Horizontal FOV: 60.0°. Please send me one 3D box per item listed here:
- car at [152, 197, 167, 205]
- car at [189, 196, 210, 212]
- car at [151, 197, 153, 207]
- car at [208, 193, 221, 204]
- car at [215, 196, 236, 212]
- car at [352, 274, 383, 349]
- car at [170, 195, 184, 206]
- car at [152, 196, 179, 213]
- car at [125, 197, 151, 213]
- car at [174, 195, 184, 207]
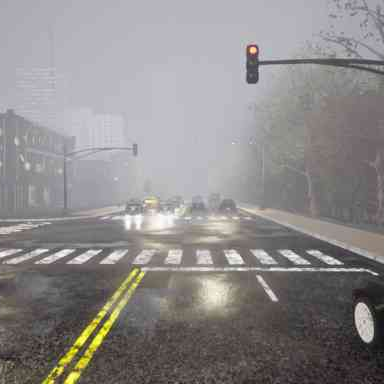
[{"bbox_3d":[-5.660,1.543,58.172,1.994,1.385,4.181,0,0,2],"label":"car"},{"bbox_3d":[0.683,1.535,38.156,2.033,1.411,5.357,0,0,1],"label":"car"},{"bbox_3d":[-5.875,1.462,46.370,1.882,1.535,5.008,0,0,1],"label":"car"},{"bbox_3d":[4.315,1.198,63.089,2.150,2.045,5.566,0,0,1],"label":"car"},{"bbox_3d":[3.930,1.493,37.931,1.837,1.490,4.892,0,0,1],"label":"car"},{"bbox_3d":[3.397,1.477,3.220,1.882,1.535,5.008,0,0,1],"label":"car"},{"bbox_3d":[-2.464,1.332,56.762,2.097,1.767,4.553,0,0,1],"label":"car"},{"bbox_3d":[-2.830,1.480,36.704,2.128,1.511,4.902,0,0,-2],"label":"car"},{"bbox_3d":[-6.046,1.480,36.376,2.128,1.511,4.902,0,0,-1],"label":"car"},{"bbox_3d":[-2.619,1.476,46.836,2.128,1.511,4.902,0,0,1],"label":"car"}]
